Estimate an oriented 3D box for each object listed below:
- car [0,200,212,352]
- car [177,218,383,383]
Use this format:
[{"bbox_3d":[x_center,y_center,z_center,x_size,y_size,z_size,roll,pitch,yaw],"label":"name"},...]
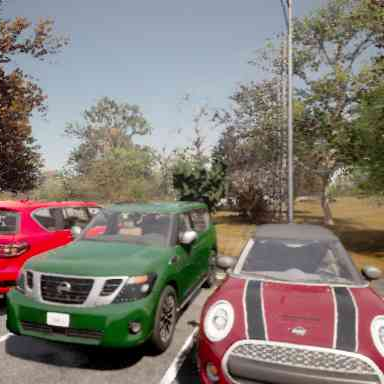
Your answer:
[{"bbox_3d":[-0.912,1.235,6.718,2.435,2.045,5.566,1,-1,15],"label":"car"},{"bbox_3d":[1.528,1.366,5.066,2.185,1.767,4.553,1,-1,15],"label":"car"}]
